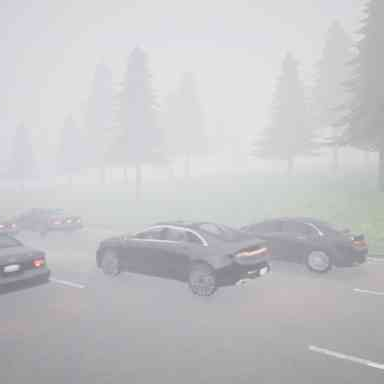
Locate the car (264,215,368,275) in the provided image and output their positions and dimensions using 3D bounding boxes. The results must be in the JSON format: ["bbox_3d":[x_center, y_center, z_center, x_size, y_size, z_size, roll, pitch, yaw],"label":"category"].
[{"bbox_3d":[2.830,1.505,10.567,4.892,1.490,1.837,0,0,35],"label":"car"}]

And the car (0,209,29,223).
[{"bbox_3d":[-10.303,1.542,15.641,5.357,1.411,2.033,0,0,33],"label":"car"}]

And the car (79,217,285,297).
[{"bbox_3d":[-0.423,1.491,8.584,4.902,1.511,2.128,0,0,35],"label":"car"}]

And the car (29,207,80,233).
[{"bbox_3d":[-8.194,1.542,18.358,5.357,1.411,2.033,0,0,38],"label":"car"}]

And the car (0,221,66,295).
[{"bbox_3d":[-5.593,1.545,7.963,5.357,1.411,2.033,0,0,35],"label":"car"}]
